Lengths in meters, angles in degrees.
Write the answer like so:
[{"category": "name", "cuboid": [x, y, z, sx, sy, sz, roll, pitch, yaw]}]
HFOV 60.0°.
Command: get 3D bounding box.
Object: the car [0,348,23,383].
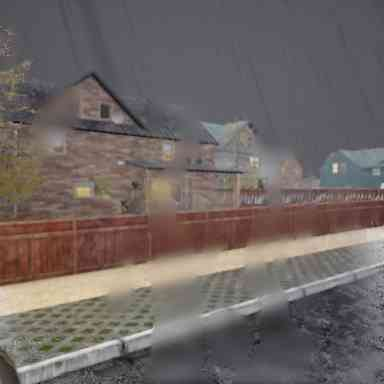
[{"category": "car", "cuboid": [-3.194, 1.584, 0.777, 5.357, 1.411, 2.033, -1, 1, -36]}]
